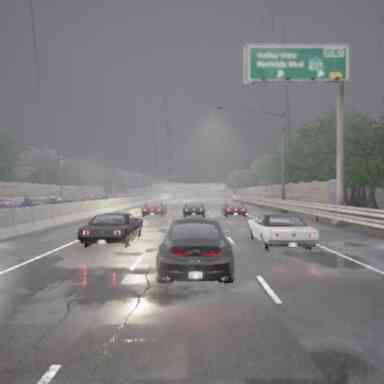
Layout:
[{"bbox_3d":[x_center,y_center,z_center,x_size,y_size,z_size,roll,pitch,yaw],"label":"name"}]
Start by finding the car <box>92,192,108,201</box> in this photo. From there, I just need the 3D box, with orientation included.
[{"bbox_3d":[-17.108,1.066,62.399,2.150,2.045,5.566,0,0,1],"label":"car"}]

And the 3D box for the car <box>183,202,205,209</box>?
[{"bbox_3d":[0.187,1.529,30.068,1.895,1.301,4.718,0,0,0],"label":"car"}]

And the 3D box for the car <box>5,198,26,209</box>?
[{"bbox_3d":[-20.918,1.424,40.695,1.812,1.442,4.674,0,0,1],"label":"car"}]

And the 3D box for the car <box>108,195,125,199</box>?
[{"bbox_3d":[-13.612,1.391,62.233,2.033,1.411,5.357,0,0,1],"label":"car"}]

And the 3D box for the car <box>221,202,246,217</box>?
[{"bbox_3d":[3.687,1.529,30.035,1.895,1.301,4.718,0,0,0],"label":"car"}]

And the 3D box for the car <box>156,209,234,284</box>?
[{"bbox_3d":[0.087,1.490,9.481,1.837,1.490,4.892,0,1,0],"label":"car"}]

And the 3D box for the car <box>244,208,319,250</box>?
[{"bbox_3d":[3.614,1.573,14.061,1.895,1.301,4.718,0,0,0],"label":"car"}]

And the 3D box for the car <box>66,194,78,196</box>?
[{"bbox_3d":[-20.722,1.210,56.889,2.097,1.767,4.553,0,0,1],"label":"car"}]

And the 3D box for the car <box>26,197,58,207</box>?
[{"bbox_3d":[-17.429,1.407,39.764,1.837,1.490,4.892,0,0,1],"label":"car"}]

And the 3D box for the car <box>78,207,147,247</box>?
[{"bbox_3d":[-3.383,1.571,14.778,1.895,1.301,4.718,0,0,0],"label":"car"}]

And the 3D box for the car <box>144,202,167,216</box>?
[{"bbox_3d":[-3.313,1.529,30.063,1.895,1.301,4.718,0,0,0],"label":"car"}]

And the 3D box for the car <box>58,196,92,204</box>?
[{"bbox_3d":[-13.927,1.465,39.897,1.994,1.385,4.181,0,0,1],"label":"car"}]
